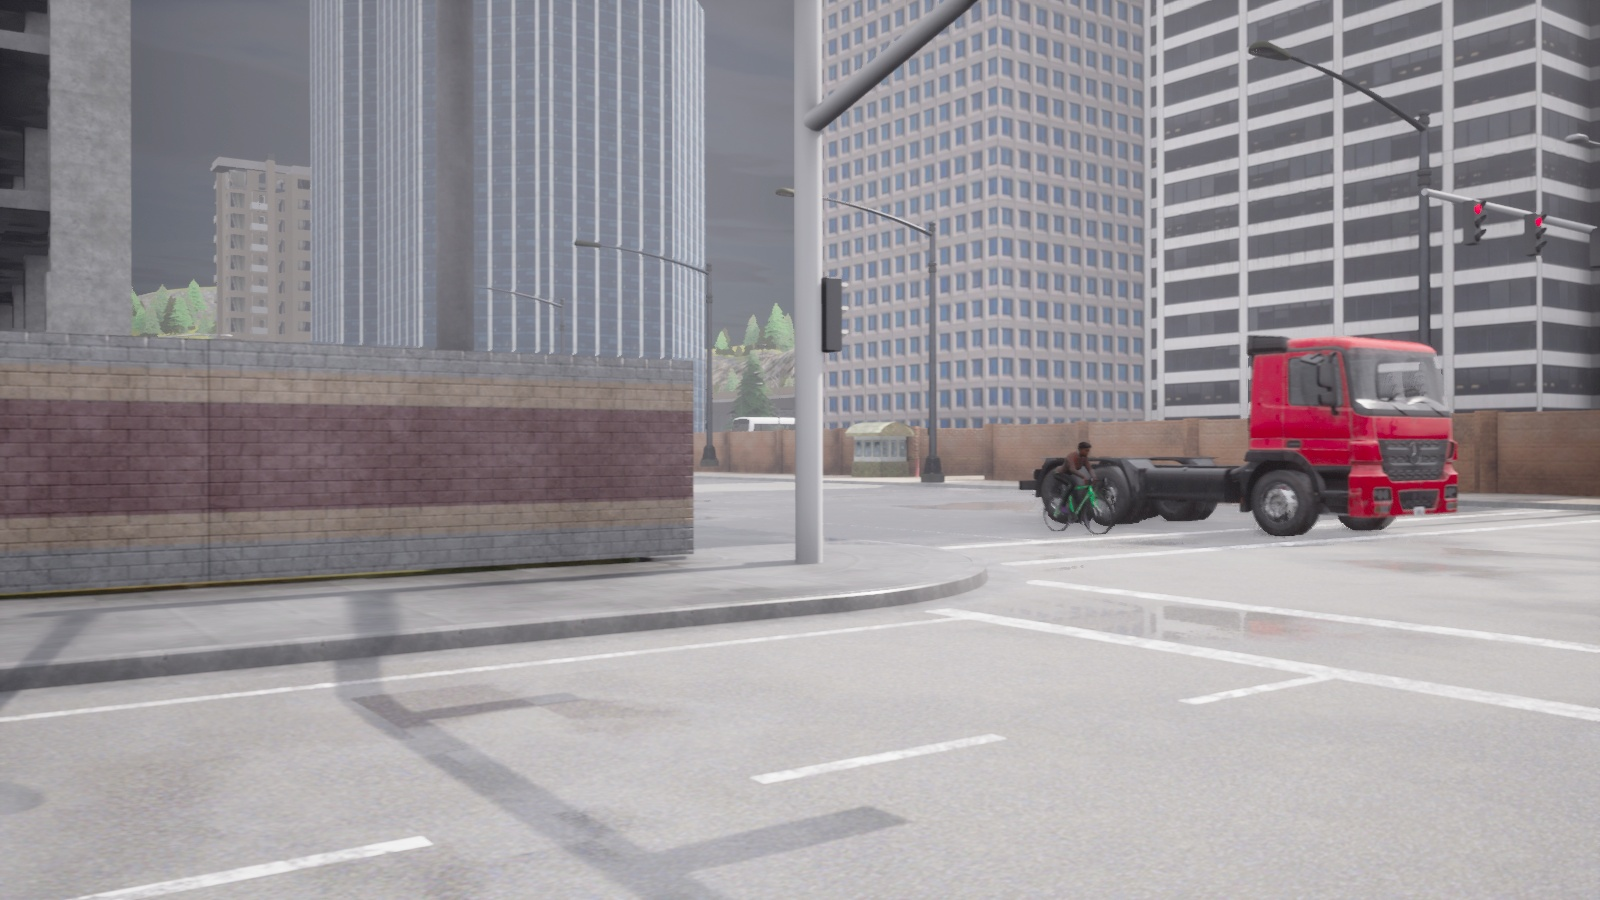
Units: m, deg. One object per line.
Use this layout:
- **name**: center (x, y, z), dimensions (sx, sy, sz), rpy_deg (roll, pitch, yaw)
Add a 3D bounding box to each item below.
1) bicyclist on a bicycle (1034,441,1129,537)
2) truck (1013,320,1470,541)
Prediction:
- **bicyclist on a bicycle**: center (4.895, 0.656, 21.945), dimensions (0.582, 1.620, 1.656), rpy_deg (0, 0, -35)
- **truck**: center (7.902, -0.298, 23.740), dimensions (2.891, 3.462, 7.936), rpy_deg (0, 0, -35)
